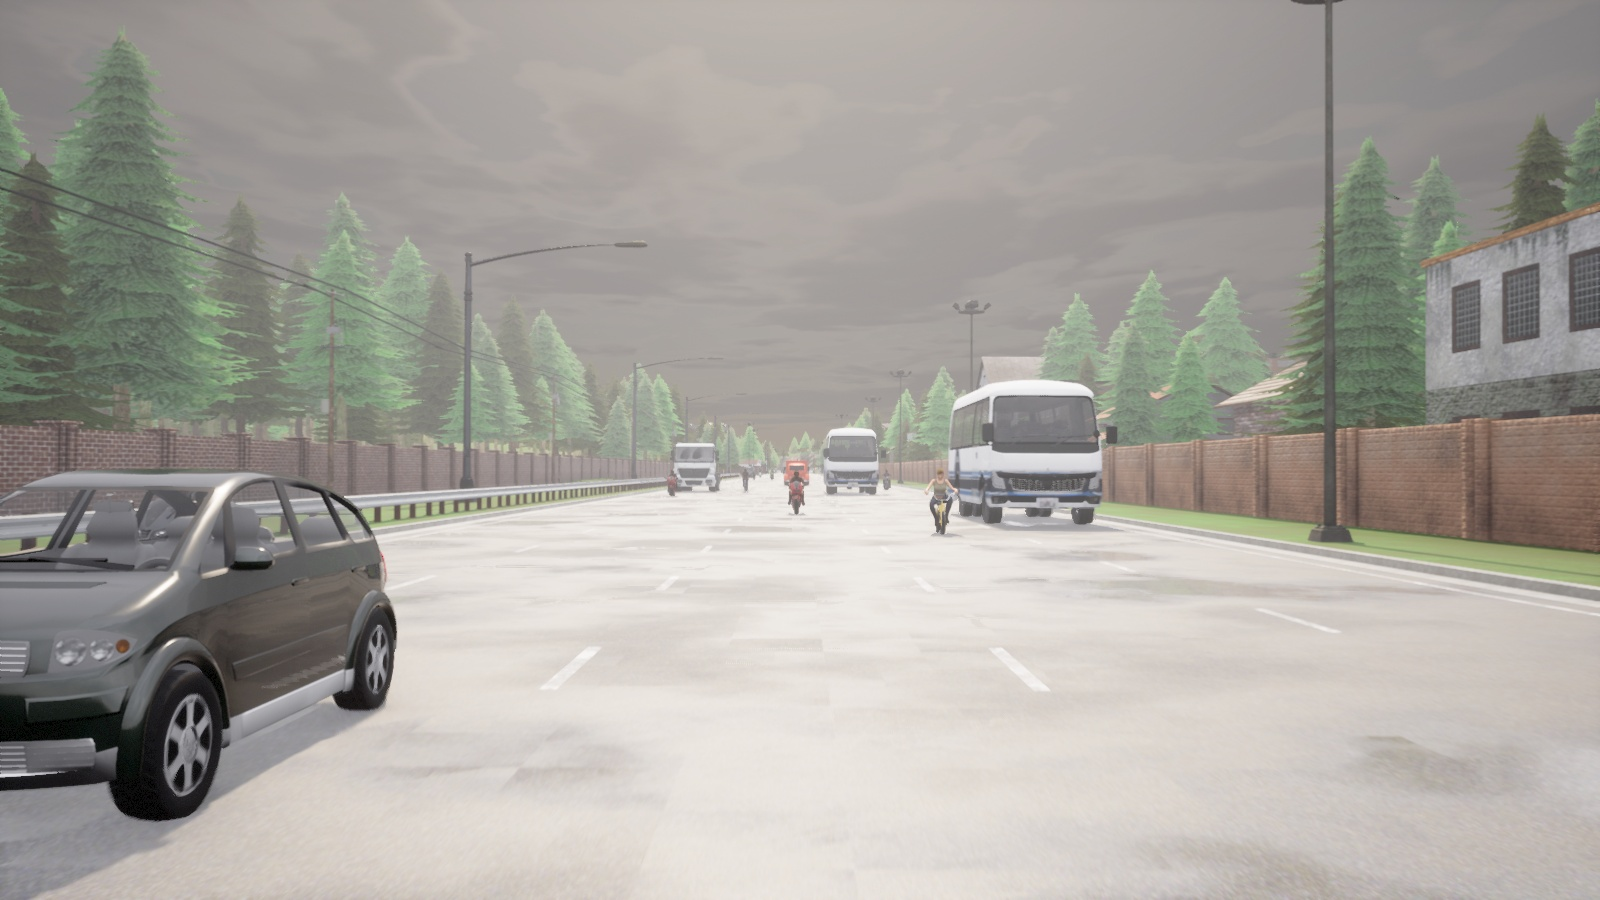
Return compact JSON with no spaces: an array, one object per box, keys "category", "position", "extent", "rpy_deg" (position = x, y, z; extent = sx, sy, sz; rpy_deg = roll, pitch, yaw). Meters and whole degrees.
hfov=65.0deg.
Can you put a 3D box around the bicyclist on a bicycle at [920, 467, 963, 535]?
[{"category":"bicyclist on a bicycle","position":[3.424,1.211,30.482],"extent":[0.866,1.612,1.509],"rpy_deg":[0,-1,0]}]

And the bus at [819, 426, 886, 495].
[{"category":"bus","position":[3.292,0.709,82.370],"extent":[3.944,4.253,10.273],"rpy_deg":[0,-1,0]}]

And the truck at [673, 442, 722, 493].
[{"category":"truck","position":[-7.224,1.255,89.423],"extent":[2.891,3.462,7.936],"rpy_deg":[0,-1,0]}]

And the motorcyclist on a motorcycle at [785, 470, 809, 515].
[{"category":"motorcyclist on a motorcycle","position":[-0.108,1.477,43.707],"extent":[0.797,1.523,2.044],"rpy_deg":[0,-1,0]}]

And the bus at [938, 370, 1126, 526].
[{"category":"bus","position":[6.897,0.023,39.367],"extent":[3.944,4.253,10.273],"rpy_deg":[0,-1,0]}]

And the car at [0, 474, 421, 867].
[{"category":"car","position":[-3.517,0.912,6.841],"extent":[1.789,1.549,3.705],"rpy_deg":[0,-1,0]}]
